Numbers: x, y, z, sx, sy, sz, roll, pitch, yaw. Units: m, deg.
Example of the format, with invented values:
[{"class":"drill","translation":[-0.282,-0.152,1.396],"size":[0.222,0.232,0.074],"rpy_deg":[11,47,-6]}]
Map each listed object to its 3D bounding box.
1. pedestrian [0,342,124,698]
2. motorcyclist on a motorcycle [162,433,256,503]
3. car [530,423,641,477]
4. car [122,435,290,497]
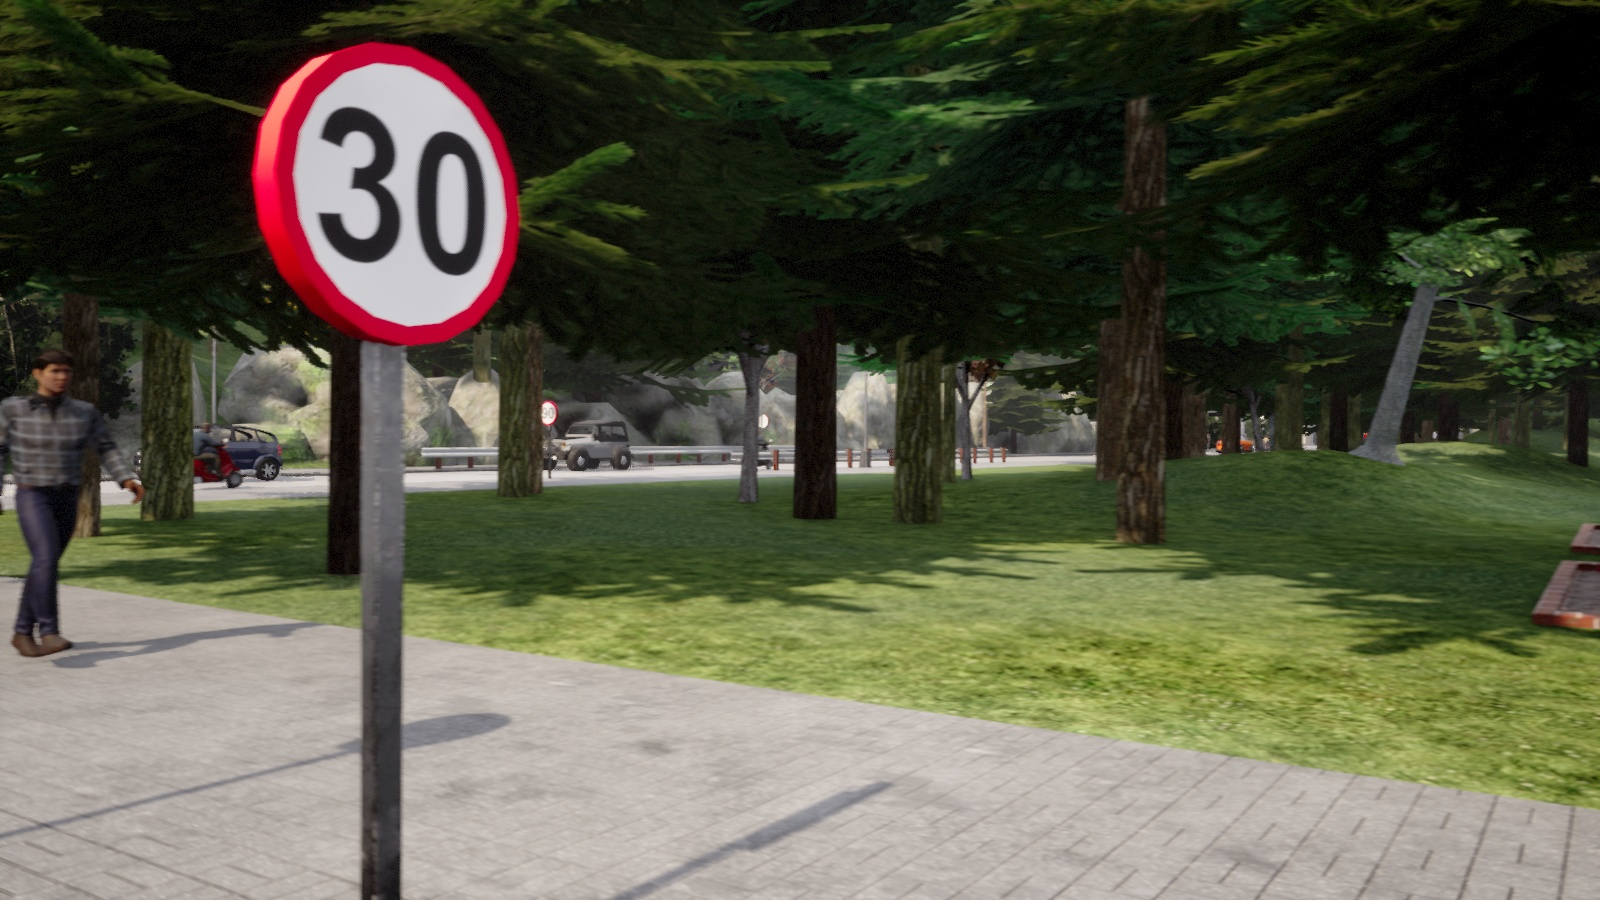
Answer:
[{"class":"pedestrian","translation":[-4.329,0.381,7.276],"size":[0.788,1.949,0.423],"rpy_deg":[0,1,39]},{"class":"motorcyclist on a motorcycle","translation":[-13.992,0.405,29.768],"size":[0.866,1.590,1.817],"rpy_deg":[0,1,33]},{"class":"car","translation":[-7.887,-0.035,46.383],"size":[1.905,1.878,3.866],"rpy_deg":[0,1,33]},{"class":"car","translation":[-16.011,0.391,33.998],"size":[1.789,1.549,3.705],"rpy_deg":[0,1,33]}]
